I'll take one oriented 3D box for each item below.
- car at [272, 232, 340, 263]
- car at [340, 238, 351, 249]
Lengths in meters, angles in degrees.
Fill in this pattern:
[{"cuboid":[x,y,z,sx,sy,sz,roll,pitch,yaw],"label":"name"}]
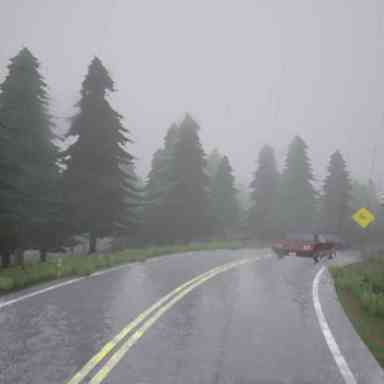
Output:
[{"cuboid":[5.589,2.633,16.190,1.895,1.301,4.718,-1,-7,34],"label":"car"},{"cuboid":[10.211,3.958,25.672,4.718,1.301,1.895,8,-7,-36],"label":"car"}]
